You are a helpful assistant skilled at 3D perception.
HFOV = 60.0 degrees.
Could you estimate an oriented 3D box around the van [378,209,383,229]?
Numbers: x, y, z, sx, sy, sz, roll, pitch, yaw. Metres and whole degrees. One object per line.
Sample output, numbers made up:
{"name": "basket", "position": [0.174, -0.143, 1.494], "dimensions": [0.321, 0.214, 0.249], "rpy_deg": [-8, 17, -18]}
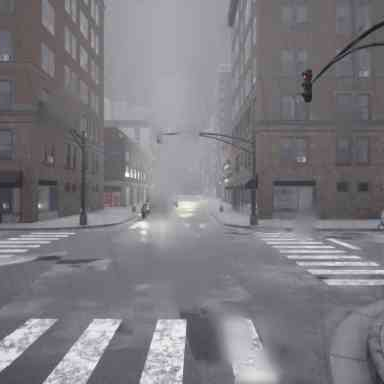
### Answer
{"name": "van", "position": [12.064, 1.358, 17.445], "dimensions": [3.998, 1.788, 1.690], "rpy_deg": [0, 0, 0]}

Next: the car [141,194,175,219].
{"name": "car", "position": [-3.072, 1.236, 29.834], "dimensions": [2.150, 2.045, 5.566], "rpy_deg": [0, 0, 2]}

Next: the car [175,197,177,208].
{"name": "car", "position": [-3.083, 1.546, 39.543], "dimensions": [1.812, 1.442, 4.674], "rpy_deg": [0, 0, 0]}
